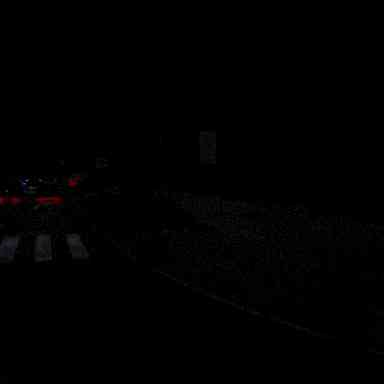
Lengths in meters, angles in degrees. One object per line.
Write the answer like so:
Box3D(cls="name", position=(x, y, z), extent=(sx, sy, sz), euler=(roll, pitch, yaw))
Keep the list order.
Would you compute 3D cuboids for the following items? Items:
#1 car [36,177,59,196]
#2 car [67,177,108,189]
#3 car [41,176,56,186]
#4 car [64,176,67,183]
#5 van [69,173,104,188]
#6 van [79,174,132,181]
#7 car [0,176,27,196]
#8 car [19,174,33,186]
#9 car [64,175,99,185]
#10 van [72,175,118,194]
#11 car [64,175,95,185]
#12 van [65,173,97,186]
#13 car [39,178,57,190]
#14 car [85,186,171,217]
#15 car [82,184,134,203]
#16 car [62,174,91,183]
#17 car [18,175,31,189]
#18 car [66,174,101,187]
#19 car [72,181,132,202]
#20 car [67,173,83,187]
Box3D(cls="car", position=(-14.145, -0.459, 32.662), extent=(1.882, 1.535, 5.008), euler=(0, 4, -23))
Box3D(cls="car", position=(-14.144, -1.183, 45.228), extent=(4.892, 1.521, 2.231), euler=(0, 4, -43))
Box3D(cls="car", position=(-21.995, -1.676, 50.949), extent=(1.994, 1.385, 4.181), euler=(0, 4, -23))
Box3D(cls="car", position=(-12.927, -1.236, 42.442), extent=(5.566, 2.045, 2.435), euler=(0, 4, -43))
Box3D(cls="van", position=(-15.233, -1.609, 48.101), extent=(4.442, 1.987, 1.878), euler=(0, 4, -43))
Box3D(cls="van", position=(-6.939, -0.216, 28.508), extent=(4.442, 1.987, 1.878), euler=(0, 4, -43))
Box3D(cls="car", position=(-17.039, -0.444, 31.147), extent=(2.128, 1.511, 4.902), euler=(0, 4, -23))
Box3D(cls="car", position=(-24.807, -1.875, 49.258), extent=(2.097, 1.767, 4.553), euler=(0, 4, -23))
Box3D(cls="car", position=(-18.744, -1.984, 56.559), extent=(5.366, 1.575, 1.946), euler=(0, 4, -43))
Box3D(cls="van", position=(-10.659, -0.811, 36.740), extent=(4.442, 1.987, 1.878), euler=(0, 4, -43))
Box3D(cls="car", position=(-20.046, -2.150, 59.256), extent=(4.792, 1.488, 2.163), euler=(0, 4, -43))
Box3D(cls="van", position=(-17.766, -2.005, 53.533), extent=(4.442, 1.987, 1.878), euler=(0, 4, -43))
Box3D(cls="car", position=(-18.230, -1.044, 42.052), extent=(1.994, 1.385, 4.181), euler=(0, 4, -23))
Box3D(cls="car", position=(-3.488, 0.608, 20.041), extent=(4.892, 1.521, 2.231), euler=(0, 4, -43))
Box3D(cls="car", position=(-4.664, 0.448, 22.843), extent=(4.674, 1.452, 2.002), euler=(0, 4, -43))
Box3D(cls="car", position=(-22.462, -2.573, 64.826), extent=(4.892, 1.521, 2.231), euler=(0, 4, -43))
Box3D(cls="car", position=(-21.061, -1.033, 40.402), extent=(1.994, 1.385, 4.181), euler=(0, 4, -23))
Box3D(cls="car", position=(-16.529, -1.707, 50.804), extent=(4.553, 1.767, 2.185), euler=(0, 4, -43))
Box3D(cls="car", position=(-5.983, 0.207, 25.512), extent=(5.366, 1.575, 1.946), euler=(0, 4, -43))
Box3D(cls="car", position=(-8.223, -0.439, 31.200), extent=(5.566, 2.045, 2.435), euler=(0, 4, -43))
